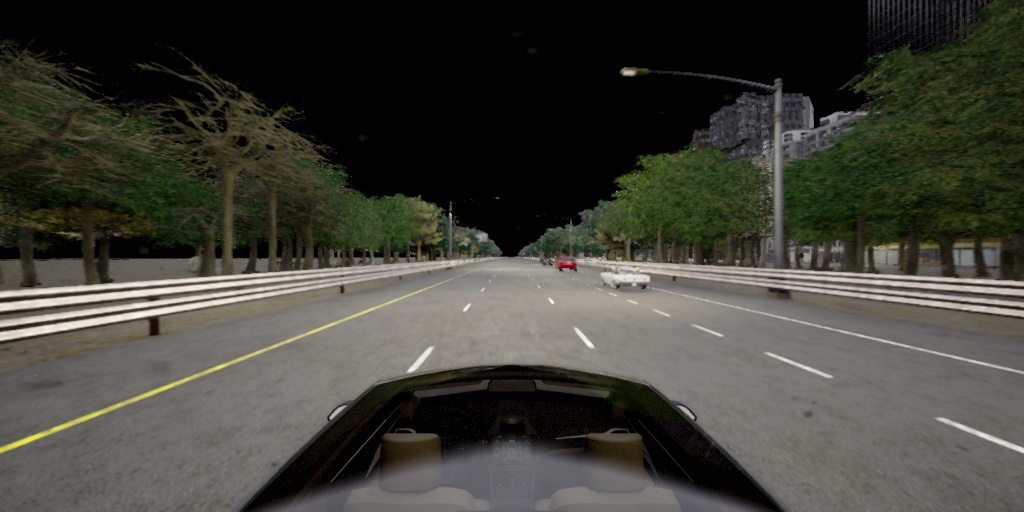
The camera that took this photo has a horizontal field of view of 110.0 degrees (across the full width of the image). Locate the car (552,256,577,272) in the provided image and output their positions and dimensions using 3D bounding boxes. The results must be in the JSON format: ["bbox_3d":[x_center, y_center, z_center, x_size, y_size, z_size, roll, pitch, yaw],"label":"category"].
[{"bbox_3d":[7.014,0.985,46.778,2.150,2.045,5.566,0,0,0],"label":"car"}]

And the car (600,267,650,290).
[{"bbox_3d":[7.005,1.358,22.783,1.895,1.301,4.718,0,0,0],"label":"car"}]
